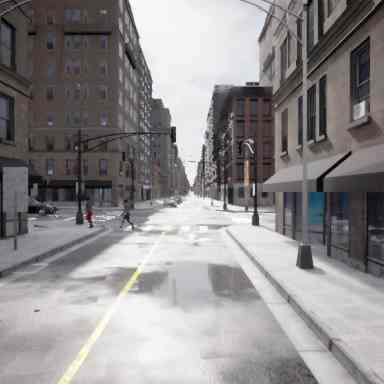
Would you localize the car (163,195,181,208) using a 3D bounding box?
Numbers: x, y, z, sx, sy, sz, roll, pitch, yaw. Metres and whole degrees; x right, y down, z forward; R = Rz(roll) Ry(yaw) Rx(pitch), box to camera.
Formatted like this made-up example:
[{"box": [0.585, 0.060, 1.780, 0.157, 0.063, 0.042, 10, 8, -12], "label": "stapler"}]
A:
[{"box": [-3.184, 1.524, 48.997, 2.033, 1.411, 5.357, 0, 0, 0], "label": "car"}]

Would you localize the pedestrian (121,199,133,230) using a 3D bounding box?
[{"box": [-3.806, 1.288, 19.480, 0.375, 1.860, 0.375, 0, 0, 0], "label": "pedestrian"}]

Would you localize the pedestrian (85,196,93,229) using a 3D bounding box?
[{"box": [-5.839, 1.138, 18.870, 0.375, 1.860, 0.375, 0, 0, 0], "label": "pedestrian"}]

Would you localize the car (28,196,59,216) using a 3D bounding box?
[{"box": [-14.035, 1.146, 29.022, 4.553, 1.767, 2.097, 1, 0, -1], "label": "car"}]

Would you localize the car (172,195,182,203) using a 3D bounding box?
[{"box": [-3.083, 1.465, 69.404, 1.837, 1.490, 4.892, 0, 0, 0], "label": "car"}]
